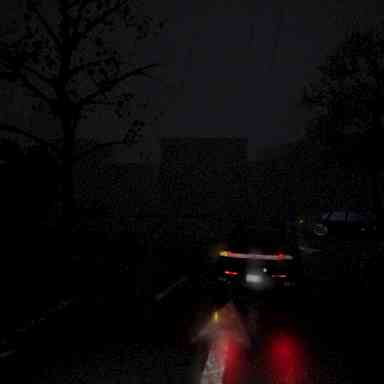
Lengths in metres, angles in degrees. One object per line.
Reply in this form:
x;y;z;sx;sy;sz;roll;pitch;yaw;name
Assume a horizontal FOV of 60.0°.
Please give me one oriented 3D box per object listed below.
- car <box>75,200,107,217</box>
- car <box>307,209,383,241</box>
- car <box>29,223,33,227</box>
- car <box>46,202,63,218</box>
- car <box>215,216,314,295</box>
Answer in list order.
-10.102;1.562;33.696;2.185;1.767;4.553;-1;0;1;car
8.147;1.592;16.787;5.357;1.411;2.033;0;0;41;car
-12.379;1.419;21.508;2.435;2.045;5.566;-1;0;1;car
-13.135;1.736;33.748;2.097;1.535;5.008;-1;0;1;car
1.914;1.515;8.914;2.128;1.511;4.902;0;0;16;car
